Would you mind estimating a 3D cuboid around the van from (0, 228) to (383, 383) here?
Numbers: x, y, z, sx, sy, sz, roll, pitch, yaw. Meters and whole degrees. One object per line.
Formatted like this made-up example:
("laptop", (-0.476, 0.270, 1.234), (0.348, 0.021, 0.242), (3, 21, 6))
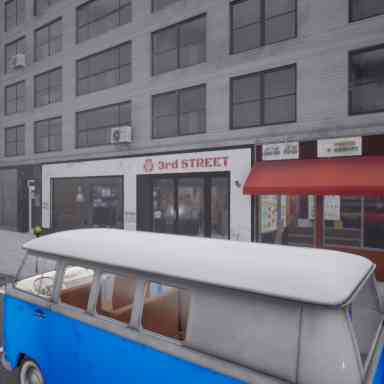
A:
("van", (-0.270, 1.341, 3.269), (3.998, 1.788, 1.690), (0, 0, 35))
